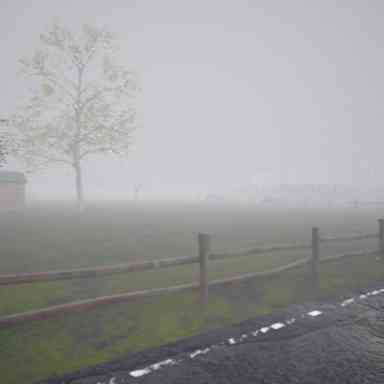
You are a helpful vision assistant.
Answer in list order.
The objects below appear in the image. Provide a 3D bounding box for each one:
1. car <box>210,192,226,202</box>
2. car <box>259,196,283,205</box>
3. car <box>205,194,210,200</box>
[{"bbox_3d":[6.487,1.051,67.850,1.895,1.301,4.718,2,0,-36],"label":"car"},{"bbox_3d":[14.531,1.520,61.355,1.837,1.490,4.892,2,0,-36],"label":"car"},{"bbox_3d":[5.291,1.050,74.225,2.150,2.045,5.566,2,0,-36],"label":"car"}]
